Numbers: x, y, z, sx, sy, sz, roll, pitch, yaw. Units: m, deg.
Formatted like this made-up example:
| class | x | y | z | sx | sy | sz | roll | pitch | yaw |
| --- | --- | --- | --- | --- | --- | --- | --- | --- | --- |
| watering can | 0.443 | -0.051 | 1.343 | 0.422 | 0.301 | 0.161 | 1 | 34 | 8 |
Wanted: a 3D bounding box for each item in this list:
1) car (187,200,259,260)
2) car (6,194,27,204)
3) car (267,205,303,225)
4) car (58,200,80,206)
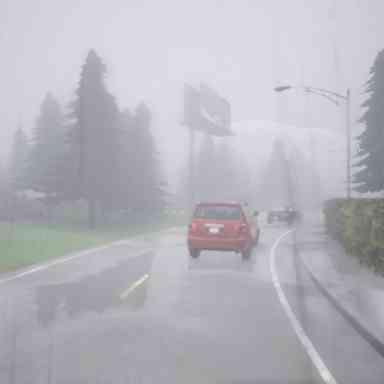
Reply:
| class | x | y | z | sx | sy | sz | roll | pitch | yaw |
| --- | --- | --- | --- | --- | --- | --- | --- | --- | --- |
| car | 1.408 | 1.348 | 13.297 | 2.150 | 2.045 | 5.566 | 0 | 0 | 15 |
| car | -34.287 | 1.503 | 65.454 | 5.566 | 2.045 | 2.150 | 0 | -1 | 32 |
| car | 7.472 | 1.805 | 26.710 | 1.812 | 1.442 | 4.674 | 0 | 0 | 33 |
| car | -21.664 | 1.844 | 57.443 | 5.357 | 1.411 | 2.033 | 0 | -1 | 32 |
